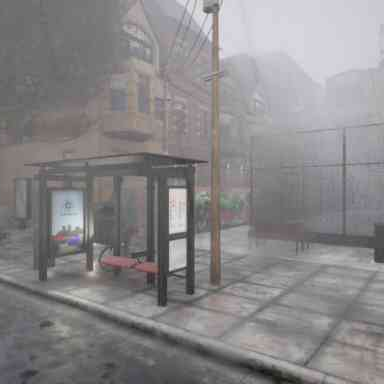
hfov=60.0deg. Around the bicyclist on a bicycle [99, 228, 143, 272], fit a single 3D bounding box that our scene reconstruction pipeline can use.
[{"bbox_3d":[-1.898,1.336,9.183,0.582,1.620,1.656,-3,-5,35],"label":"bicyclist on a bicycle"}]
